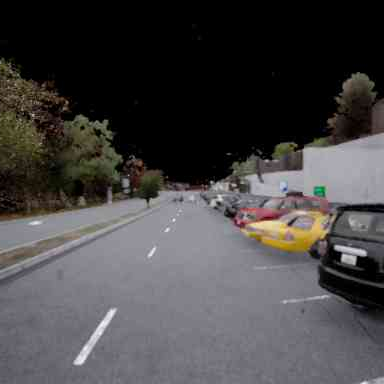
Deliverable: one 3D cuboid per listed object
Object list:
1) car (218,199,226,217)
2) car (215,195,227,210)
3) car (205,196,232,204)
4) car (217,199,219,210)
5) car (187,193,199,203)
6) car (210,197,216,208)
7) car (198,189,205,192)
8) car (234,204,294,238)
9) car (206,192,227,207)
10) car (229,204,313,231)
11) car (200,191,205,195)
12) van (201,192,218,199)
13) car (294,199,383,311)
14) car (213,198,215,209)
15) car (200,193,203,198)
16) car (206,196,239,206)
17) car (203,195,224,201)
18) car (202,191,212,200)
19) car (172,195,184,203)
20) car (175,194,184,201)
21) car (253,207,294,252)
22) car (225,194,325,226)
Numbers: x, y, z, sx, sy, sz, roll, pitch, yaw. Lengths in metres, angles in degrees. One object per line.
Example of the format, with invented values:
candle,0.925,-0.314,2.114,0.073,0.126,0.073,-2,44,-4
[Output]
car,5.071,1.582,27.390,5.008,1.535,2.097,1,-1,-20
car,5.112,1.484,33.401,4.553,1.767,2.185,1,0,-20
car,5.063,1.509,63.412,4.792,1.488,2.163,1,1,-20
car,5.082,1.637,30.390,4.674,1.452,2.002,1,0,-20
car,0.019,1.464,67.955,1.812,1.442,4.674,0,1,0
car,5.107,1.650,39.415,4.792,1.488,2.163,1,0,-20
car,5.074,0.951,90.347,5.566,2.045,2.435,1,1,-20
car,4.901,1.513,15.318,5.366,1.575,1.946,1,0,-20
car,5.111,1.369,42.414,5.566,2.045,2.435,1,0,-20
car,5.050,1.577,21.373,4.792,1.488,2.163,1,0,-20
car,5.066,1.169,81.406,4.553,1.767,2.185,1,0,-20
van,4.991,0.945,93.301,4.442,1.987,1.878,1,1,-20
car,5.100,1.241,6.401,5.566,2.045,2.435,1,0,-20
car,5.083,1.661,36.390,4.674,1.452,2.002,1,0,-20
car,5.066,1.386,75.417,4.792,1.488,2.163,1,1,-20
car,5.259,1.537,57.488,5.366,1.575,1.946,1,0,-20
car,5.088,1.365,78.436,4.674,1.452,2.002,1,0,-20
car,5.063,1.336,51.394,5.566,2.045,2.435,1,1,-20
car,-2.980,1.453,69.153,1.812,1.442,4.674,0,1,0
car,-2.977,1.305,79.190,1.994,1.385,4.181,0,1,0
car,5.247,1.508,12.452,5.366,1.575,1.946,1,0,-20
car,5.055,1.282,18.371,5.566,2.045,2.435,1,0,-20
